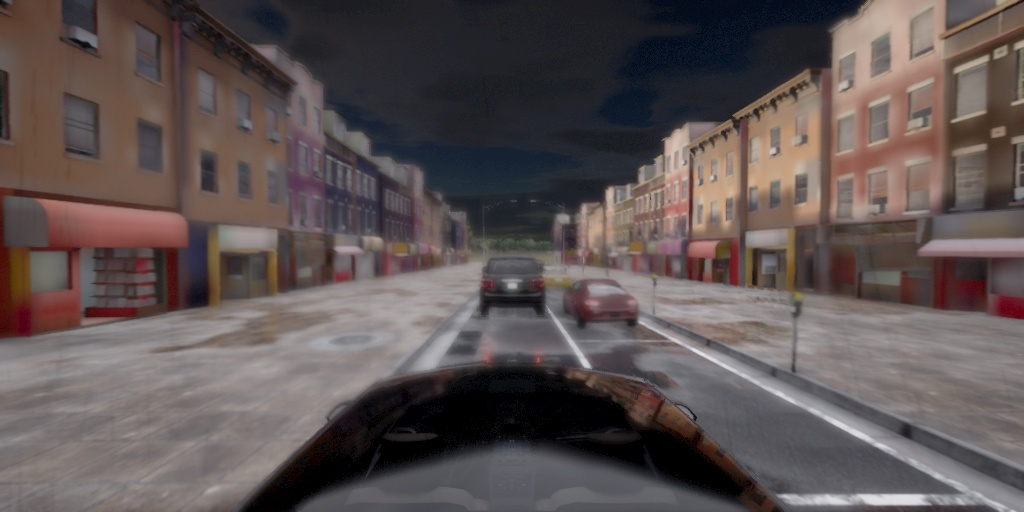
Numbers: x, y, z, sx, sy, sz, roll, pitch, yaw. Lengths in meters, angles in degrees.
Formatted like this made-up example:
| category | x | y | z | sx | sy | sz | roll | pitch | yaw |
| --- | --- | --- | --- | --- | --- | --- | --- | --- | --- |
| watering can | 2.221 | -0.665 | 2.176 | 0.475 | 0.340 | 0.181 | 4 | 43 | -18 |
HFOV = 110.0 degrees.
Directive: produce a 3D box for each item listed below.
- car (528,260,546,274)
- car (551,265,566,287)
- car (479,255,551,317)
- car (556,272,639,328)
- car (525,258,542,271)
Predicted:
| category | x | y | z | sx | sy | sz | roll | pitch | yaw |
| --- | --- | --- | --- | --- | --- | --- | --- | --- | --- |
| car | 3.016 | 1.292 | 43.522 | 1.837 | 1.490 | 4.892 | 0 | 0 | 0 |
| car | 2.635 | 1.292 | 22.422 | 1.751 | 1.417 | 4.829 | 0 | 0 | 0 |
| car | 0.032 | 0.983 | 13.432 | 2.150 | 2.045 | 5.566 | 0 | 0 | 0 |
| car | 2.636 | 1.339 | 11.188 | 1.802 | 1.307 | 4.207 | 0 | 0 | 0 |
| car | 2.983 | 1.149 | 50.493 | 2.097 | 1.767 | 4.553 | 0 | 0 | 0 |
